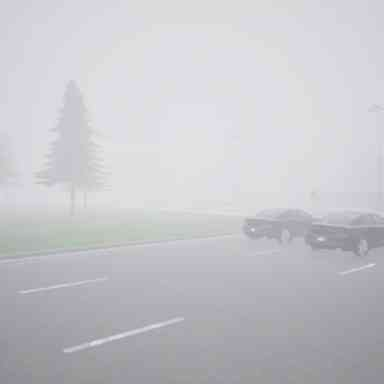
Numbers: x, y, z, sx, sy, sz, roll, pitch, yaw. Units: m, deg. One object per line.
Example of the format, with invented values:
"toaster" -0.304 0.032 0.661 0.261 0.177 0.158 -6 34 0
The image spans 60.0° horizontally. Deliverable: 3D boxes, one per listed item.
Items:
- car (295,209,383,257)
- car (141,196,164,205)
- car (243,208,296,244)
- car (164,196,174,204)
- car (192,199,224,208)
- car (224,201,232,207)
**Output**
"car" 6.462 1.479 13.011 5.008 1.535 1.882 0 0 -37
"car" -7.962 1.524 63.976 2.097 1.767 4.553 0 0 -37
"car" 4.654 1.493 16.028 5.008 1.535 1.882 0 0 -37
"car" -5.485 1.668 66.524 1.837 1.490 4.892 0 0 -37
"car" 2.122 1.701 50.634 1.895 1.301 4.718 0 0 -37
"car" 4.324 1.697 53.525 1.895 1.301 4.718 0 0 -37
